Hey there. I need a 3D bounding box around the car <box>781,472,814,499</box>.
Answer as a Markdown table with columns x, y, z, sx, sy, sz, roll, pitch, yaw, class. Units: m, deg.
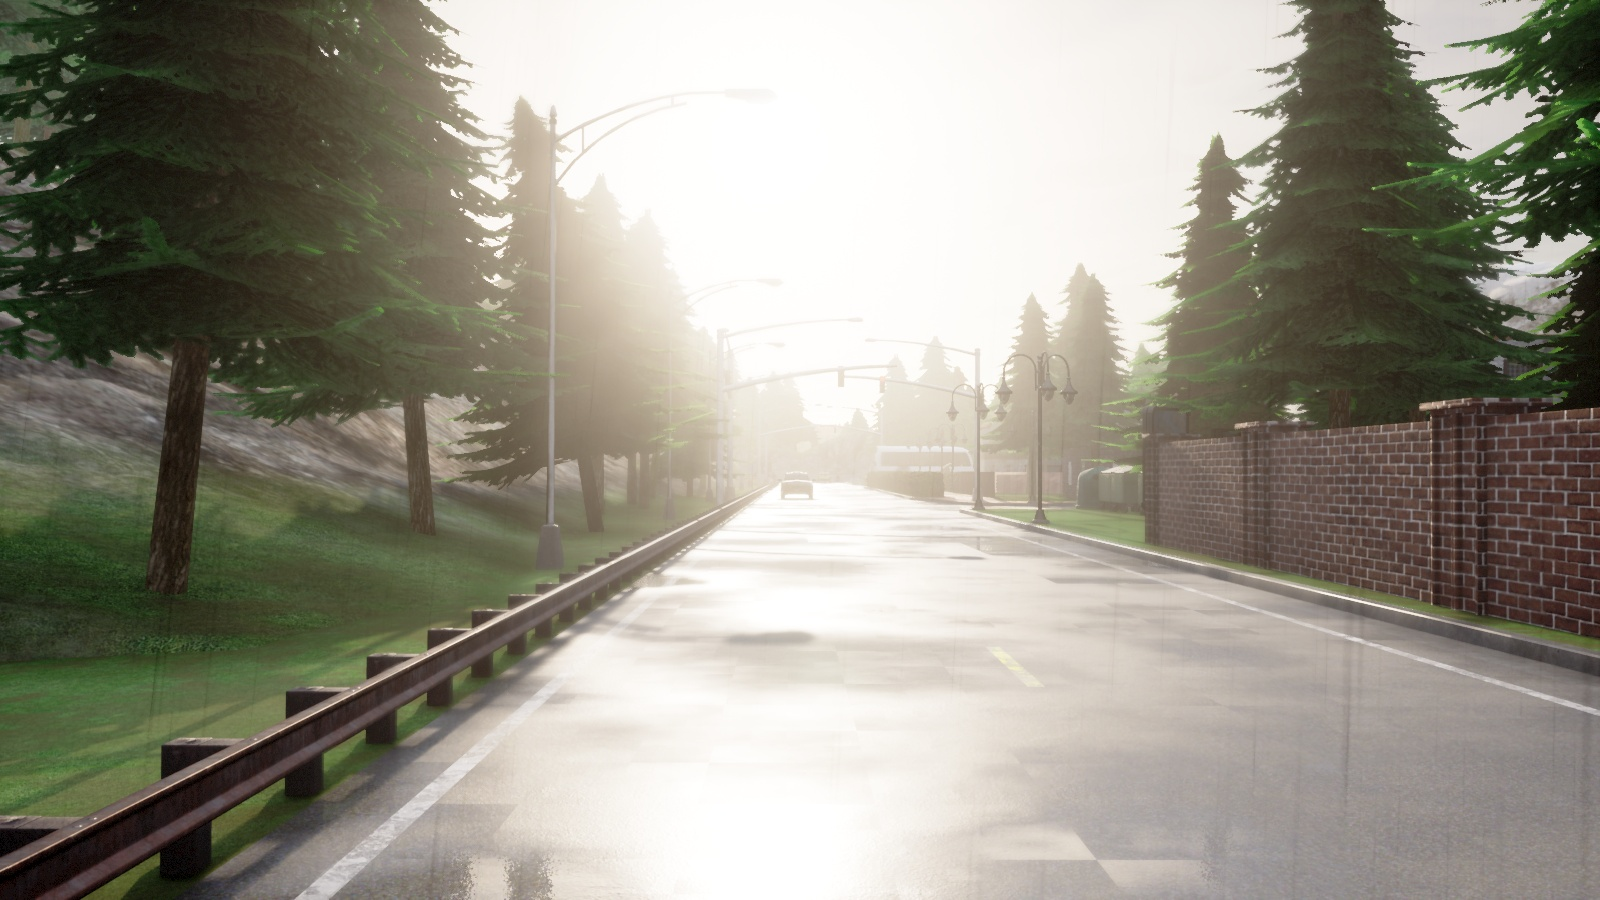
| x | y | z | sx | sy | sz | roll | pitch | yaw | class |
| --- | --- | --- | --- | --- | --- | --- | --- | --- | --- |
| -0.162 | 2.029 | 72.178 | 1.837 | 1.490 | 4.892 | 0 | -1 | 0 | car |
